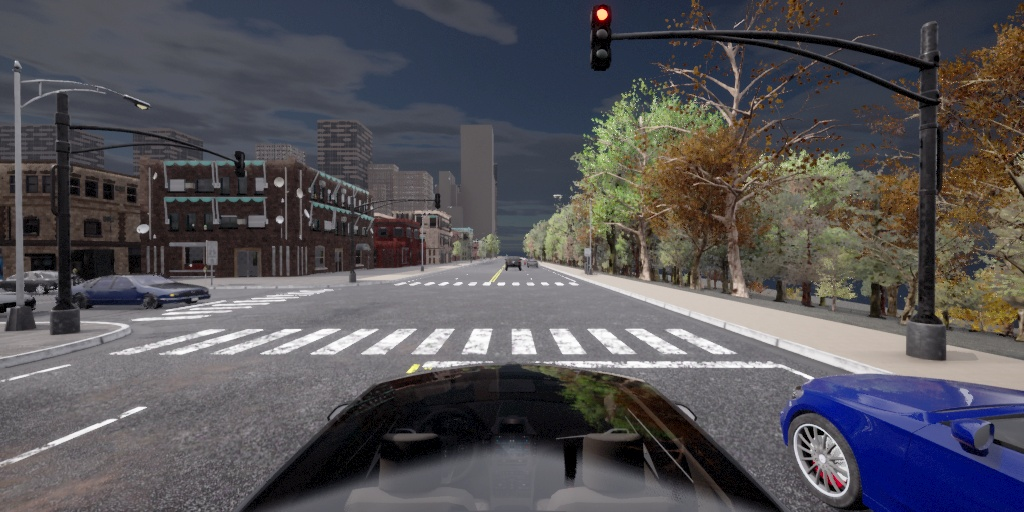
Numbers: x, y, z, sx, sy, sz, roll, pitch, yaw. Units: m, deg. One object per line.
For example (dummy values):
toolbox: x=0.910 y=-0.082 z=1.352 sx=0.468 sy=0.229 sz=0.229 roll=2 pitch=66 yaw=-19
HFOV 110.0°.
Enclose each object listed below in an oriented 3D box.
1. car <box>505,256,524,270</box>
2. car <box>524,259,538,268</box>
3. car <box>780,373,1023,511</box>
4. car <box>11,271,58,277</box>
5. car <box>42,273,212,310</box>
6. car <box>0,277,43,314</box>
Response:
car: x=0.195 y=0.953 z=51.283 sx=2.150 sy=2.045 sz=5.566 roll=0 pitch=0 yaw=0
car: x=3.464 y=1.219 z=61.651 sx=2.128 sy=1.511 sz=4.902 roll=0 pitch=0 yaw=0
car: x=3.346 y=1.276 z=1.351 sx=1.812 sy=1.442 sz=4.674 roll=0 pitch=0 yaw=2
car: x=-28.242 y=1.560 z=21.321 sx=4.403 sy=1.370 sz=2.007 roll=0 pitch=0 yaw=0
car: x=-16.104 y=1.477 z=15.339 sx=5.357 sy=1.411 sz=2.033 roll=-1 pitch=1 yaw=3
car: x=-19.926 y=1.565 z=12.792 sx=4.313 sy=1.339 sz=1.948 roll=0 pitch=0 yaw=0
